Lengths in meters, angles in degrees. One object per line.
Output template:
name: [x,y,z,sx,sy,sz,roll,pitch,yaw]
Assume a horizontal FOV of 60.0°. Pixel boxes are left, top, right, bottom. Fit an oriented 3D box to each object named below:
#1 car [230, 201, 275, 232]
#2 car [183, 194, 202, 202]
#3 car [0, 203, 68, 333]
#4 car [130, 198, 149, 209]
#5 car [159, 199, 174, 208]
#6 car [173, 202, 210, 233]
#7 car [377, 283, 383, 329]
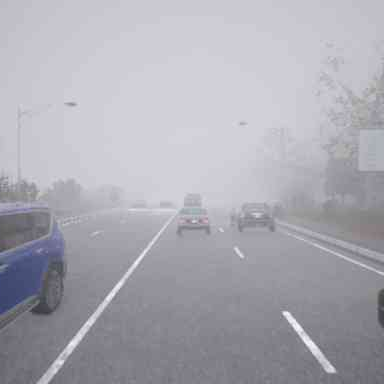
car: [3.589,1.354,20.419,2.097,1.767,4.553,0,0,0]
car: [0.076,1.226,41.683,2.150,2.045,5.566,0,0,0]
car: [-3.605,1.222,4.617,2.150,2.045,5.566,0,0,0]
car: [-7.105,1.569,45.385,1.994,1.385,4.181,0,0,0]
car: [-3.605,1.605,46.891,1.895,1.301,4.718,0,0,0]
car: [0.090,1.549,19.474,2.033,1.411,5.357,0,0,0]
car: [3.598,1.222,2.153,2.150,2.045,5.566,0,0,0]
